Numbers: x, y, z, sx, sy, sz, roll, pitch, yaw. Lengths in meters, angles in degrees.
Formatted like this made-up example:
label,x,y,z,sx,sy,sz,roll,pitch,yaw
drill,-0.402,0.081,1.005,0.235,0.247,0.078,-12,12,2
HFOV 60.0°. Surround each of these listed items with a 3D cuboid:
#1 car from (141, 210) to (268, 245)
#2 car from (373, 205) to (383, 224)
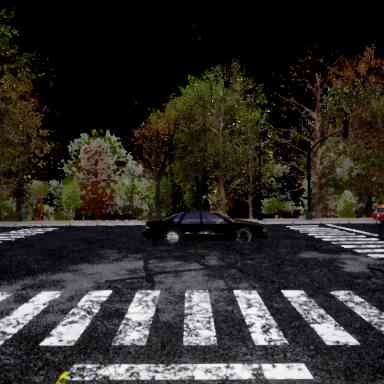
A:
label,x,y,z,sx,sy,sz,roll,pitch,yaw
car,0.527,1.507,14.658,5.357,1.411,2.033,-1,-1,1
car,14.633,1.126,21.157,5.566,2.045,2.150,-1,-1,1
